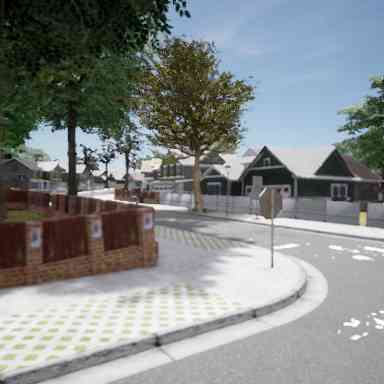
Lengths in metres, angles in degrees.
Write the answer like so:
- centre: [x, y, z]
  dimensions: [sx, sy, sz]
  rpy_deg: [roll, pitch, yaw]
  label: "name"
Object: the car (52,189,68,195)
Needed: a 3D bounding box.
- centre: [-18.435, 0.396, 46.794]
  dimensions: [2.097, 1.767, 4.553]
  rpy_deg: [1, 1, -31]
  label: "car"
